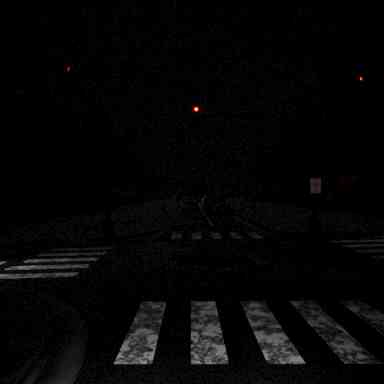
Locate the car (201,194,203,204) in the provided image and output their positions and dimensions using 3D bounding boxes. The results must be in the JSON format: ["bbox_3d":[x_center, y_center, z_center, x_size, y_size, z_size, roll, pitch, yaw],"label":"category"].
[{"bbox_3d":[2.572,1.369,40.541,2.192,1.841,5.009,-1,0,0],"label":"car"}]

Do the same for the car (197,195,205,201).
[{"bbox_3d":[2.498,1.702,94.564,1.967,1.590,4.097,-1,0,0],"label":"car"}]

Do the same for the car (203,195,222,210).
[{"bbox_3d":[2.580,1.356,35.138,2.192,1.841,5.009,-1,0,0],"label":"car"}]

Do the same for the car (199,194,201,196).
[{"bbox_3d":[2.895,1.498,67.907,2.097,1.767,4.553,0,0,0],"label":"car"}]

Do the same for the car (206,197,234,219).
[{"bbox_3d":[2.589,1.470,29.736,1.967,1.590,4.097,-1,0,0],"label":"car"}]

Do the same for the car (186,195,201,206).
[{"bbox_3d":[-0.016,1.664,55.967,1.994,1.385,4.181,0,0,0],"label":"car"}]

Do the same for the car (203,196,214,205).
[{"bbox_3d":[2.941,1.575,61.126,1.801,1.575,5.366,0,0,0],"label":"car"}]
